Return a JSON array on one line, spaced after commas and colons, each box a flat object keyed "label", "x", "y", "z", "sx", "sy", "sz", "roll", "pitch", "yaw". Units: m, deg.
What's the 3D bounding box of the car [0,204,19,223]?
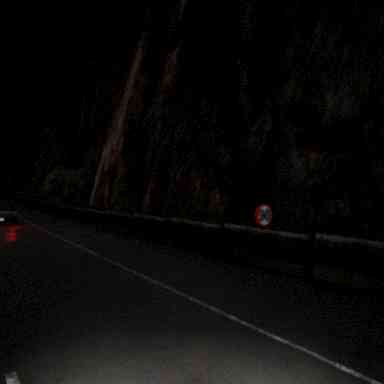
[{"label": "car", "x": -13.416, "y": 1.463, "z": 23.143, "sx": 1.895, "sy": 1.301, "sz": 4.718, "roll": 0, "pitch": 0, "yaw": -35}]
